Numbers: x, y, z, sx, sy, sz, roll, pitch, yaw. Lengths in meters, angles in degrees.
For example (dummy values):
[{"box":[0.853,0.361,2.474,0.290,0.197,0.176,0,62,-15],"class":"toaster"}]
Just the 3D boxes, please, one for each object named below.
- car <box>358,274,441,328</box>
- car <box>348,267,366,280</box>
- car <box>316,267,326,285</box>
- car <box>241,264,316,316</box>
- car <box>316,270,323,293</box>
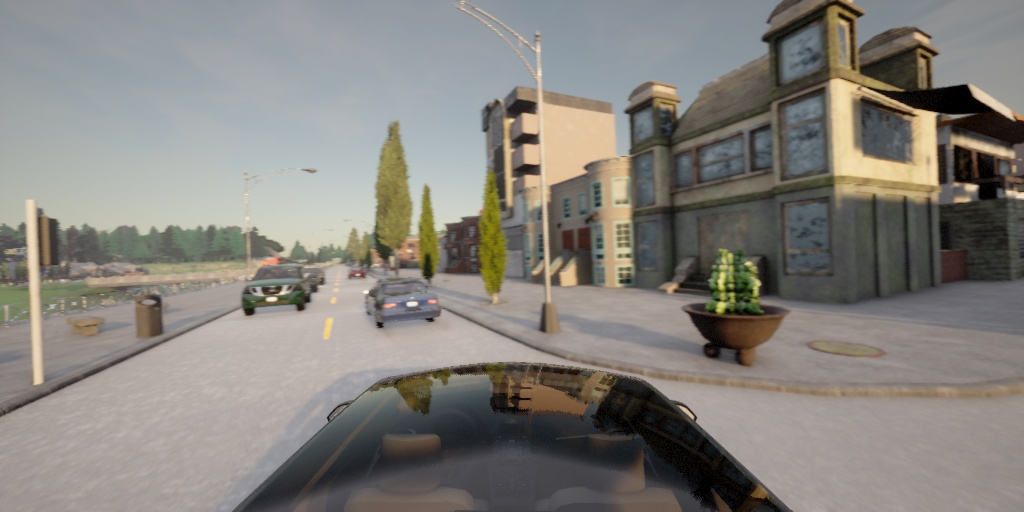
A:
[{"box":[-3.951,1.460,12.428,2.033,1.411,5.357,-2,0,-27],"class":"car"},{"box":[-18.974,2.061,43.916,1.812,1.442,4.674,-2,0,-25],"class":"car"},{"box":[-18.938,1.887,34.076,2.097,1.767,4.553,-2,0,-25],"class":"car"},{"box":[-10.733,1.416,16.728,2.150,2.045,5.566,-2,0,-25],"class":"car"},{"box":[-14.804,1.928,25.329,1.994,1.385,4.181,-2,0,-26],"class":"car"}]
